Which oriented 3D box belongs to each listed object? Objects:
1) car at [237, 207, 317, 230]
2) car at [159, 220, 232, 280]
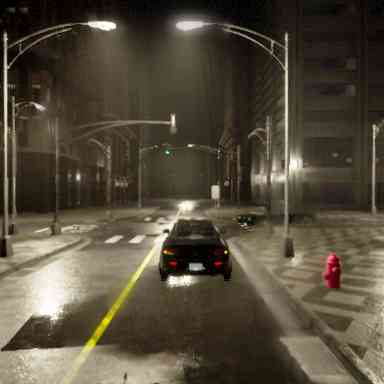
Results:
[{"bbox_3d":[5.322,1.582,20.703,4.718,1.301,1.895,-1,0,-19],"label":"car"},{"bbox_3d":[0.091,1.555,9.890,1.812,1.442,4.674,0,0,0],"label":"car"}]
